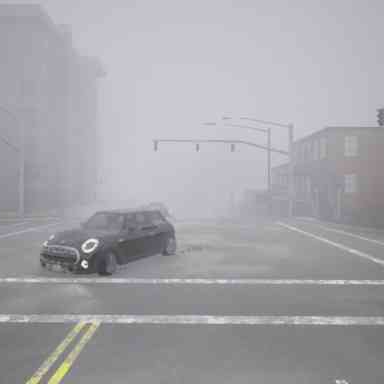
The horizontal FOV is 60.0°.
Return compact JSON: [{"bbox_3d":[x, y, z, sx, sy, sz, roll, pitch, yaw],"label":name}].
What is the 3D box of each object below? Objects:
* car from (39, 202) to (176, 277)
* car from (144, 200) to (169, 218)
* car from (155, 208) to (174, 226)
[{"bbox_3d":[-2.398,1.339,10.483,2.097,1.767,4.553,1,1,28],"label":"car"},{"bbox_3d":[-3.587,1.838,34.348,2.097,1.767,4.553,0,-4,0],"label":"car"},{"bbox_3d":[-3.582,3.352,44.418,2.097,1.767,4.553,0,-12,0],"label":"car"}]
